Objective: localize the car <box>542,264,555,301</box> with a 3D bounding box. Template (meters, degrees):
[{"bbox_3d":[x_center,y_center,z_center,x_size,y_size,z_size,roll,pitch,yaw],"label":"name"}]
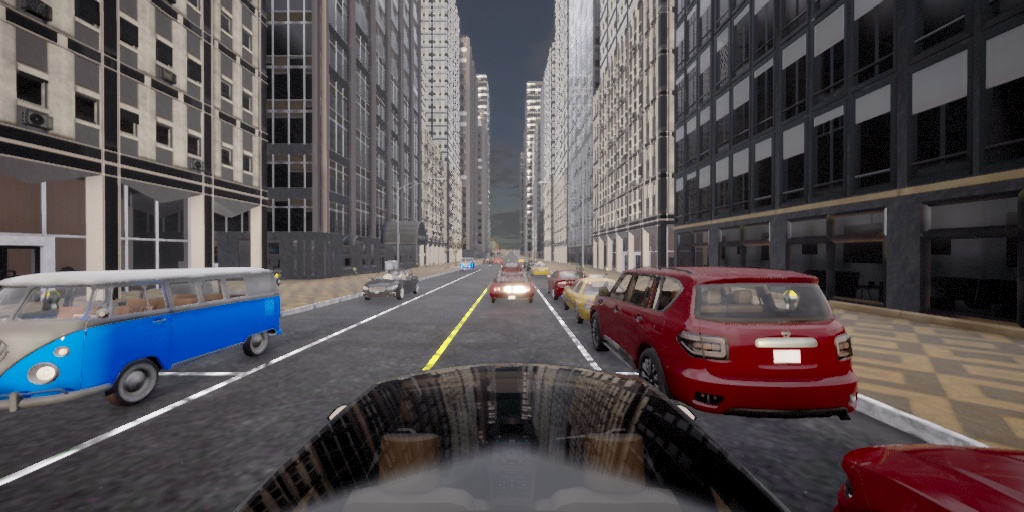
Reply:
[{"bbox_3d":[2.690,1.290,17.283,1.888,1.381,4.507,0,0,0],"label":"car"}]

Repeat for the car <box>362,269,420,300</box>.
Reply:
[{"bbox_3d":[-5.691,1.295,17.286,2.007,1.370,4.403,0,0,0],"label":"car"}]

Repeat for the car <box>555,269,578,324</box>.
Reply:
[{"bbox_3d":[2.690,1.271,11.755,1.751,1.417,4.829,0,0,0],"label":"car"}]

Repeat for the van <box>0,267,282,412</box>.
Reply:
[{"bbox_3d":[-5.691,1.088,5.892,1.690,1.789,3.998,0,0,0],"label":"van"}]

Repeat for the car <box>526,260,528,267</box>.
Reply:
[{"bbox_3d":[2.690,1.290,45.776,1.948,1.339,4.313,0,0,0],"label":"car"}]

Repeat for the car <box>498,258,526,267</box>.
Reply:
[{"bbox_3d":[0.000,1.223,31.500,1.882,1.535,5.008,0,0,0],"label":"car"}]

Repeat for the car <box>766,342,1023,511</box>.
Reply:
[{"bbox_3d":[2.690,1.293,0.188,1.888,1.381,4.507,0,0,0],"label":"car"}]

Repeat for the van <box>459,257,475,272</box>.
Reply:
[{"bbox_3d":[-5.691,1.065,45.780,1.690,1.789,3.998,0,0,0],"label":"van"}]

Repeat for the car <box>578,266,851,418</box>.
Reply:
[{"bbox_3d":[2.690,1.062,5.887,2.192,1.841,5.009,0,0,0],"label":"car"}]

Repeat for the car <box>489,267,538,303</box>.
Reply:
[{"bbox_3d":[0.000,1.362,16.529,1.895,1.301,4.718,0,0,0],"label":"car"}]

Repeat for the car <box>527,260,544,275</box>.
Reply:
[{"bbox_3d":[2.690,1.260,34.549,1.751,1.417,4.829,0,0,0],"label":"car"}]
